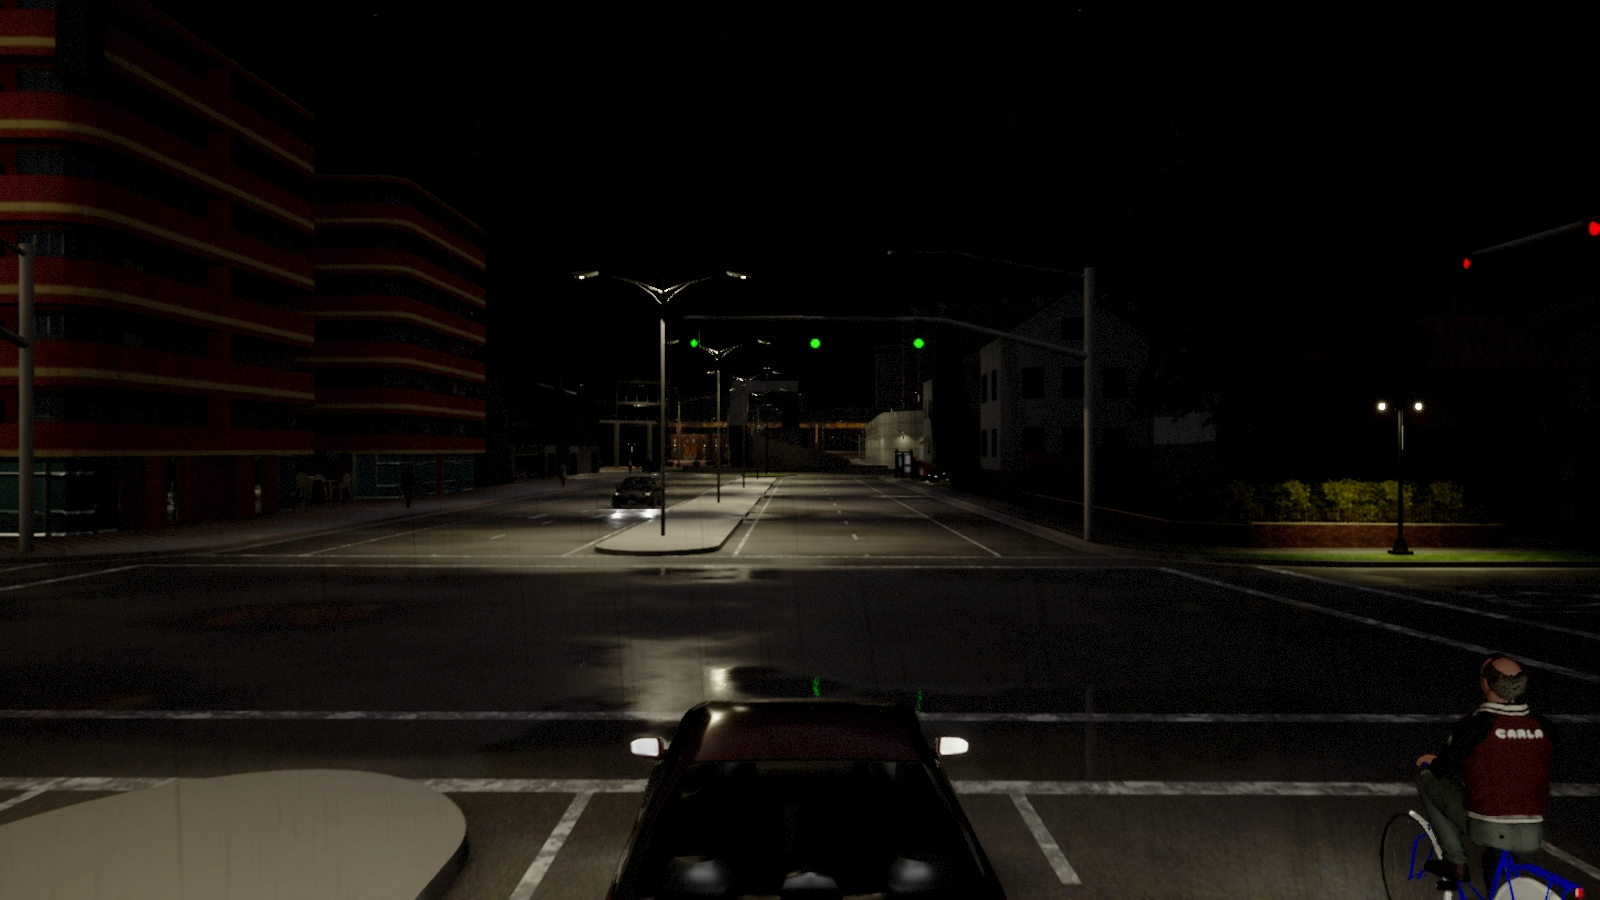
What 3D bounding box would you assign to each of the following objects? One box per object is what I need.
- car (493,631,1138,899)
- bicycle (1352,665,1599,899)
[{"bbox_3d":[0.015,2.040,5.811,2.007,1.525,4.514,0,0,-1],"label":"car"},{"bbox_3d":[3.500,2.049,5.993,0.329,1.496,1.835,0,0,0],"label":"bicycle"}]
